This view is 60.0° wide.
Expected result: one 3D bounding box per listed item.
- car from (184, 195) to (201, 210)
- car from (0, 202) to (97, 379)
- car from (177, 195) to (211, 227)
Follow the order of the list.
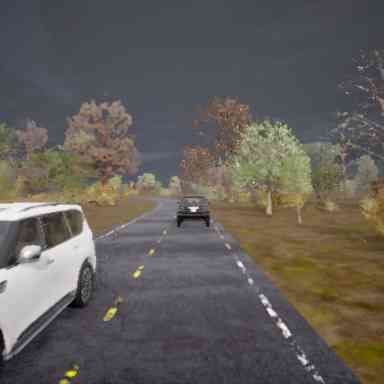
[{"bbox_3d":[-0.031,1.328,42.504,2.097,1.767,4.553,0,0,-1],"label":"car"},{"bbox_3d":[-3.095,1.221,4.922,2.150,2.045,5.566,0,0,0],"label":"car"},{"bbox_3d":[0.108,1.214,22.999,2.150,2.045,5.566,0,0,0],"label":"car"}]
